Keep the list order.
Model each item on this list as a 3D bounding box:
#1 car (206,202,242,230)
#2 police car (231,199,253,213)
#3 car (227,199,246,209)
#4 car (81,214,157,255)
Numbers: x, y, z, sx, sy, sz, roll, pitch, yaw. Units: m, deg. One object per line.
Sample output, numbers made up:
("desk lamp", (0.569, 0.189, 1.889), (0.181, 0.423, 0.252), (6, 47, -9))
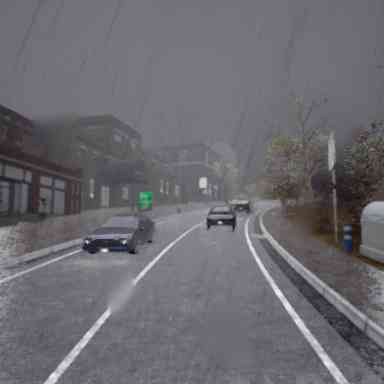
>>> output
("car", (2.094, 1.661, 22.656), (2.128, 1.511, 4.902), (-1, 0, 9))
("police car", (6.379, 1.695, 41.012), (1.930, 1.638, 5.238), (-2, -1, 17))
("car", (7.357, 1.918, 54.743), (1.882, 1.535, 5.008), (-2, -1, 23))
("car", (-2.796, 1.681, 14.233), (2.033, 1.411, 5.357), (0, -1, 6))
